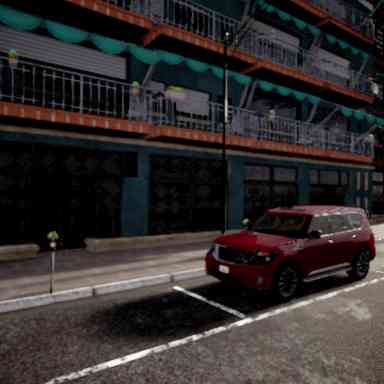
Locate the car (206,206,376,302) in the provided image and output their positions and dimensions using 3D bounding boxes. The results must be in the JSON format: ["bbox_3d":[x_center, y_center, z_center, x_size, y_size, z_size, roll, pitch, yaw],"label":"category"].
[{"bbox_3d":[2.731,1.316,8.497,5.009,1.841,2.192,0,1,-36],"label":"car"}]
